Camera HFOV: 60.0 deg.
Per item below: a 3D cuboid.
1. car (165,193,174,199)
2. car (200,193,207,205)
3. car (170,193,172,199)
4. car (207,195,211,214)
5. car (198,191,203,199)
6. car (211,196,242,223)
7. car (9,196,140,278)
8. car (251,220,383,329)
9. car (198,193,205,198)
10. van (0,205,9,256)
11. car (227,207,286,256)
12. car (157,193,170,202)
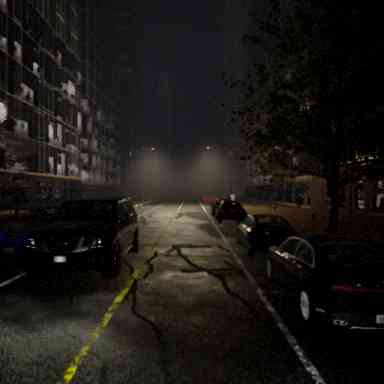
[{"bbox_3d":[-5.821,0.981,86.480,1.947,1.339,4.313,0,0,0],"label":"car"},{"bbox_3d":[2.612,1.212,52.332,1.887,1.381,4.507,0,0,0],"label":"car"},{"bbox_3d":[-5.795,1.128,69.403,1.802,1.307,4.206,0,0,0],"label":"car"},{"bbox_3d":[2.647,1.259,29.561,1.967,1.590,4.097,0,0,0],"label":"car"},{"bbox_3d":[2.586,1.107,69.408,1.947,1.339,4.313,0,0,0],"label":"car"},{"bbox_3d":[2.656,1.296,23.869,1.967,1.590,4.097,0,0,0],"label":"car"},{"bbox_3d":[-3.015,1.165,10.339,2.150,2.045,5.566,0,0,0],"label":"car"},{"bbox_3d":[2.682,1.512,6.793,2.008,1.369,4.403,0,0,0],"label":"car"},{"bbox_3d":[2.551,0.930,92.176,1.947,1.339,4.313,0,0,0],"label":"car"},{"bbox_3d":[-5.707,1.274,12.475,1.690,1.788,3.998,0,0,0],"label":"van"},{"bbox_3d":[2.673,1.478,12.485,2.008,1.369,4.403,0,0,0],"label":"car"},{"bbox_3d":[-5.786,1.134,63.709,1.887,1.381,4.507,0,0,0],"label":"car"}]
